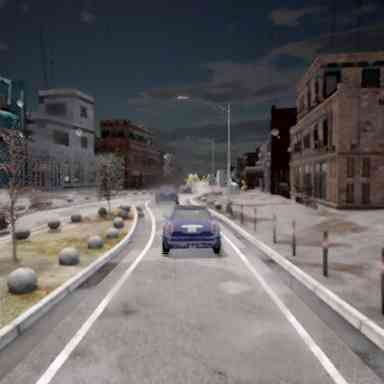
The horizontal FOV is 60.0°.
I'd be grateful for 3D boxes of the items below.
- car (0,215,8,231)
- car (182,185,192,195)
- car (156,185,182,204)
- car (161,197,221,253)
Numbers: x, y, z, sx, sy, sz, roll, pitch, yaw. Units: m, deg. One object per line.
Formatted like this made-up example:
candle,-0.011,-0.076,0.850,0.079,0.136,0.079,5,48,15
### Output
car,-10.038,1.444,14.014,2.033,1.411,5.357,0,1,3
car,-1.272,-0.325,55.400,1.837,1.490,4.892,1,1,14
car,-2.319,0.082,31.702,2.097,1.767,4.553,0,3,-3
car,-0.118,1.289,13.542,2.097,1.767,4.553,0,1,-3
